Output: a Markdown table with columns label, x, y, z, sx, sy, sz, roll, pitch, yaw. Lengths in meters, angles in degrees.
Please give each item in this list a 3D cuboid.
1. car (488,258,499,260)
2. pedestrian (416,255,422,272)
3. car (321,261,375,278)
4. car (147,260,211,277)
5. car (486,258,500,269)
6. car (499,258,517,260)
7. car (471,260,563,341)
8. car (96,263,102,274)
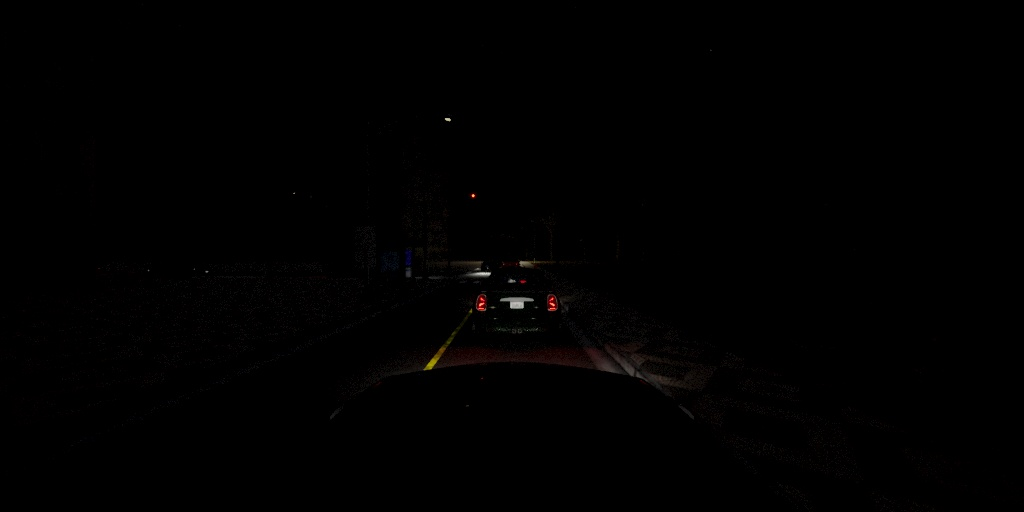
| label | x | y | z | sx | sy | sz | roll | pitch | yaw |
| --- | --- | --- | --- | --- | --- | --- | --- | --- | --- |
| car | -2.949 | 1.195 | 46.214 | 2.128 | 1.511 | 4.902 | 0 | 0 | 0 |
| pedestrian | -9.965 | 0.800 | 38.171 | 0.375 | 1.860 | 0.375 | 0 | 0 | 2 |
| car | -14.439 | 1.192 | 32.064 | 4.902 | 1.511 | 2.128 | 0 | 1 | 2 |
| car | -30.089 | 1.148 | 32.514 | 4.902 | 1.511 | 2.128 | 0 | 1 | 2 |
| car | -2.911 | 1.164 | 56.476 | 1.882 | 1.535 | 5.008 | 0 | 0 | 0 |
| car | -0.048 | 1.056 | 46.189 | 2.097 | 1.767 | 4.553 | 0 | 0 | 4 |
| car | 0.117 | 1.099 | 10.016 | 2.097 | 1.767 | 4.553 | 0 | 0 | 0 |
| car | -44.294 | 1.092 | 36.064 | 4.892 | 1.490 | 1.837 | 0 | 1 | 2 |
